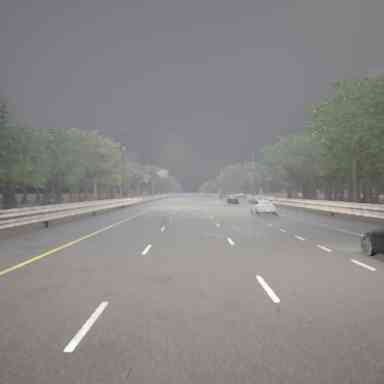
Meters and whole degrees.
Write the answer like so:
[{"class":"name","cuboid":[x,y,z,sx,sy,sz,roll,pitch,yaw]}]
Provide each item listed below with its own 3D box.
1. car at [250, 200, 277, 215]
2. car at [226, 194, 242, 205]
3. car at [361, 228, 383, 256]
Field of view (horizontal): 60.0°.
[{"class":"car","cuboid":[6.993,1.507,32.808,1.812,1.442,4.674,0,0,0]},{"class":"car","cuboid":[6.988,1.445,58.280,1.882,1.535,5.008,0,0,0]},{"class":"car","cuboid":[6.997,1.527,10.034,1.812,1.442,4.674,0,0,0]}]
